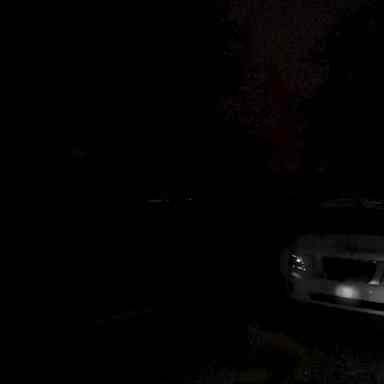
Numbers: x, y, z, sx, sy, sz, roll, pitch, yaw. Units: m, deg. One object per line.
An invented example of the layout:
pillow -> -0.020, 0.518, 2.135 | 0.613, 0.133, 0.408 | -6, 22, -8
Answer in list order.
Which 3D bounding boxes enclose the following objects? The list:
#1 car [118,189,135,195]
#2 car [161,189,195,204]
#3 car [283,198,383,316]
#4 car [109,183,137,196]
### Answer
car -> -8.785, -0.155, 38.424 | 1.882, 1.535, 5.008 | 2, 2, -34
car -> -1.449, 0.374, 33.757 | 1.812, 1.442, 4.674 | 2, 2, -34
car -> 3.770, 1.188, 7.549 | 2.150, 2.045, 5.566 | 1, 1, 30
car -> -9.533, -0.394, 45.610 | 1.882, 1.535, 5.008 | 2, 2, -34
